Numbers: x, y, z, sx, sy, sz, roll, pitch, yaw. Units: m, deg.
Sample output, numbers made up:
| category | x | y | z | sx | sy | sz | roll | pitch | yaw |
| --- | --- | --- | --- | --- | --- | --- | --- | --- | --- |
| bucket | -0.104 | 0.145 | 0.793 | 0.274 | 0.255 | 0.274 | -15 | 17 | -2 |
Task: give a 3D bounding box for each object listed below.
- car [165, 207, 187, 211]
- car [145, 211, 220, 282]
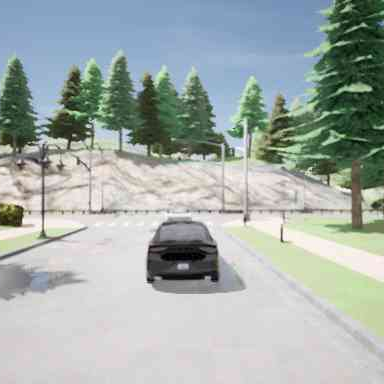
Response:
| category | x | y | z | sx | sy | sz | roll | pitch | yaw |
| --- | --- | --- | --- | --- | --- | --- | --- | --- | --- |
| car | -1.271 | 1.828 | 26.117 | 1.895 | 1.301 | 4.718 | 0 | 1 | -9 |
| car | -0.291 | 1.582 | 10.150 | 1.882 | 1.535 | 5.008 | 0 | 0 | -2 |
